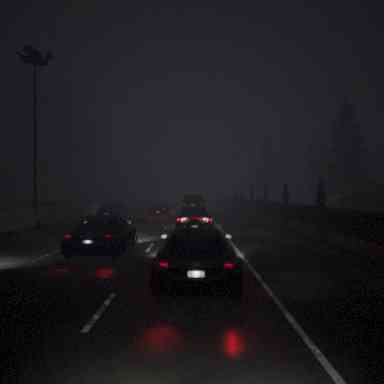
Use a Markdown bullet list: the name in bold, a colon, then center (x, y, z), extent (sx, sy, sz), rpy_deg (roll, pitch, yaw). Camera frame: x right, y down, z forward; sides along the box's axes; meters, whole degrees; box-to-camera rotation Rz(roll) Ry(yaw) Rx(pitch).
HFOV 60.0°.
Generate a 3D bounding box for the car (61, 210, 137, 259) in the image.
- **car**: center (-3.376, 1.594, 12.788), extent (1.994, 1.385, 4.181), rpy_deg (0, 0, 0)

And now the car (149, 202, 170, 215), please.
- **car**: center (-3.332, 1.683, 34.833), extent (1.895, 1.301, 4.718), rpy_deg (0, 0, 0)

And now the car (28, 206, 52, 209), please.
- **car**: center (-14.042, 1.621, 30.981), extent (2.033, 1.411, 5.357), rpy_deg (0, 0, 0)

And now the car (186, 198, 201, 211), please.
- **car**: center (0.184, 1.561, 43.288), extent (1.801, 1.575, 5.366), rpy_deg (0, 0, 0)

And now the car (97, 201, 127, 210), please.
- **car**: center (-6.845, 1.594, 28.702), extent (1.812, 1.442, 4.674), rpy_deg (0, 0, 0)

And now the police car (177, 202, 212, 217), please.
- **police car**: center (0.136, 1.545, 18.548), extent (2.038, 1.542, 4.974), rpy_deg (0, -1, 0)

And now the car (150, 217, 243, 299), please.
- **car**: center (0.108, 1.585, 8.535), extent (1.994, 1.385, 4.181), rpy_deg (0, 0, 1)

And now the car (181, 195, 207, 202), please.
- **car**: center (0.160, 1.287, 30.635), extent (2.150, 2.045, 5.566), rpy_deg (0, -1, 1)

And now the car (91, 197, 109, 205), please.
- **car**: center (-17.503, 1.698, 63.754), extent (2.033, 1.411, 5.357), rpy_deg (0, 0, -1)
